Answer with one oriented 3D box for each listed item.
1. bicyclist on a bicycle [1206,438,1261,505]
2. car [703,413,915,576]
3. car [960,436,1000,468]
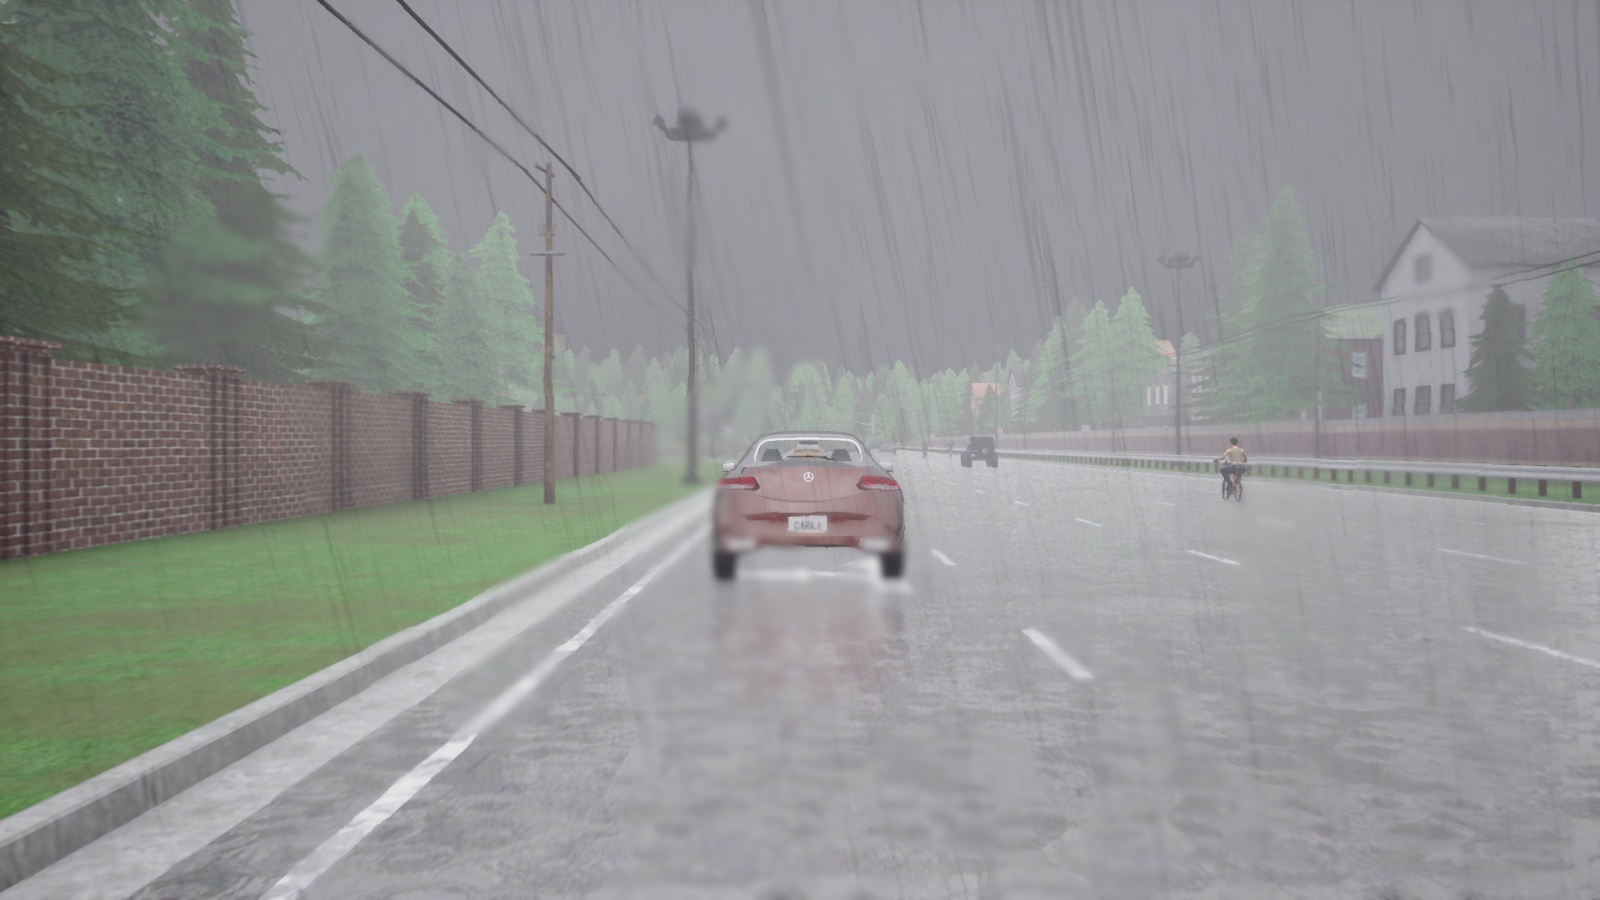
[{"bbox_3d":[10.687,0.517,31.011,0.866,1.612,1.509,0,0,1],"label":"bicyclist on a bicycle"},{"bbox_3d":[0.103,0.439,15.269,2.152,1.651,5.027,0,0,0],"label":"car"},{"bbox_3d":[10.954,0.119,76.742,1.905,1.878,3.866,0,0,0],"label":"car"}]
